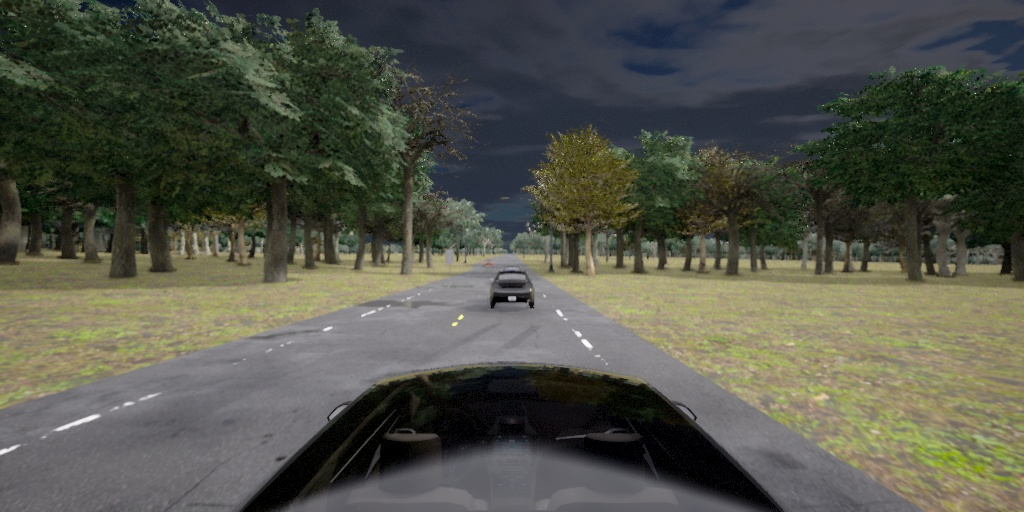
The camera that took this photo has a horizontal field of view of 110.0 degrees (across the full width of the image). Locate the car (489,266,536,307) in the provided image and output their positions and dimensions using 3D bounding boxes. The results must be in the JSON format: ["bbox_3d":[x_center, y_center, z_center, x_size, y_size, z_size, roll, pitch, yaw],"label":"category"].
[{"bbox_3d":[0.012,1.387,16.157,1.837,1.490,4.892,0,0,0],"label":"car"}]
